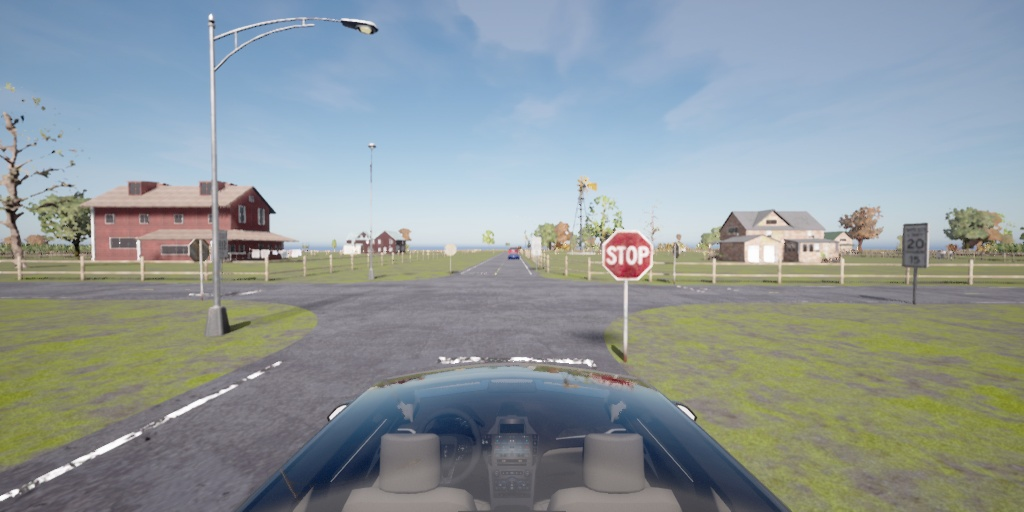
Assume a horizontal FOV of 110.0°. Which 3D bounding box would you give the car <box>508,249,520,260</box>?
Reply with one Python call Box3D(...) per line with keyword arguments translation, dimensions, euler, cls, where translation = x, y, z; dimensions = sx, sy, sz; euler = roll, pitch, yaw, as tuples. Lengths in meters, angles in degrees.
Box3D(translation=(0.311, -0.068, 62.066), dimensions=(1.994, 1.385, 4.181), euler=(0, 1, 1), cls="car")
